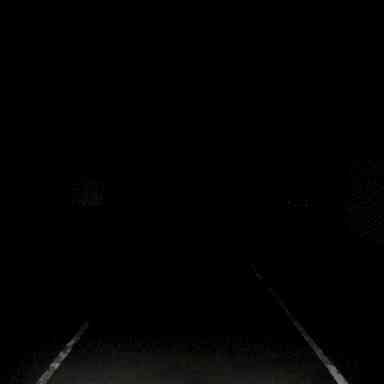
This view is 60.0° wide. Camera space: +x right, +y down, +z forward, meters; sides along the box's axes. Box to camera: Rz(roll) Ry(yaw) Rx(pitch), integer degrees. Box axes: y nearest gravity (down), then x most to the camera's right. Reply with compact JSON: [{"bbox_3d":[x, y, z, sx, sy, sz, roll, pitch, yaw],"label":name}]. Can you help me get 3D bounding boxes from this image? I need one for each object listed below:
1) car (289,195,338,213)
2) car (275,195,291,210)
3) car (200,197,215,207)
[{"bbox_3d":[12.784,1.340,34.242,5.357,1.411,2.033,0,0,-35],"label":"car"},{"bbox_3d":[11.474,1.125,37.289,4.553,1.767,2.097,0,0,-36],"label":"car"},{"bbox_3d":[3.362,1.331,44.622,4.718,1.301,1.895,0,0,-37],"label":"car"}]
